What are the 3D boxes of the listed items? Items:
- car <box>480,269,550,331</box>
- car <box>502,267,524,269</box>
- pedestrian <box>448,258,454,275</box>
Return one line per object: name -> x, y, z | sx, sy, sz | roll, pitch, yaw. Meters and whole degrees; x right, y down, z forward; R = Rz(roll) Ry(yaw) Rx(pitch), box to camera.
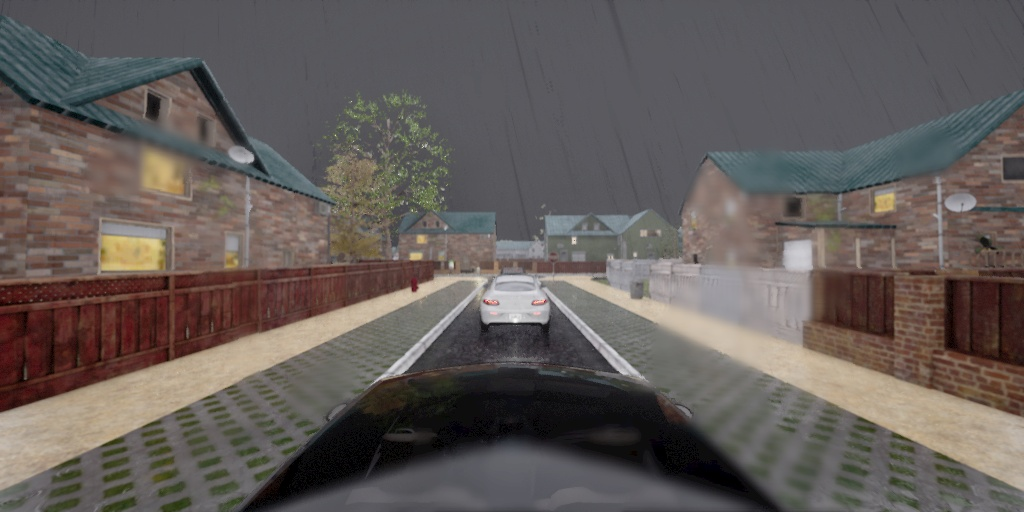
car -> 0.082, 1.281, 10.854 | 1.812, 1.442, 4.674 | 0, 0, 0
car -> 0.038, 1.363, 23.381 | 1.895, 1.301, 4.718 | 0, 0, -1
pedestrian -> -6.760, 1.128, 39.832 | 0.375, 1.860, 0.375 | 0, -1, 1
